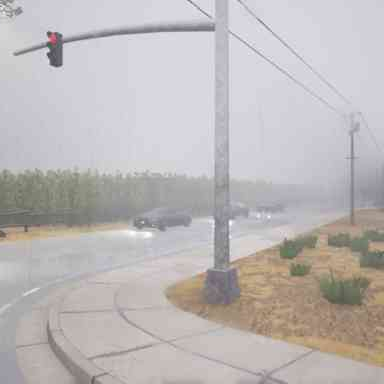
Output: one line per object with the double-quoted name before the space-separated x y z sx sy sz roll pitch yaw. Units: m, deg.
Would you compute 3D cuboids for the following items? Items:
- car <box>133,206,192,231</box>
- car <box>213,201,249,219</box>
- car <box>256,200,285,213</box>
"car" -1.792 1.599 21.097 1.994 1.385 4.181 0 0 33
"car" 3.551 1.560 29.432 1.812 1.442 4.674 0 0 32
"car" 9.163 1.582 38.225 2.033 1.411 5.357 0 0 33
